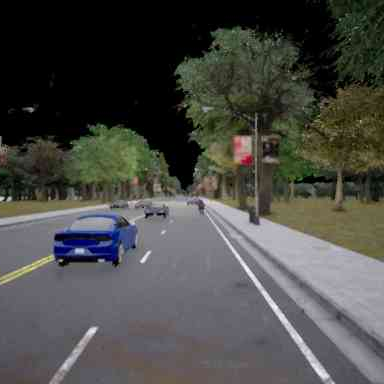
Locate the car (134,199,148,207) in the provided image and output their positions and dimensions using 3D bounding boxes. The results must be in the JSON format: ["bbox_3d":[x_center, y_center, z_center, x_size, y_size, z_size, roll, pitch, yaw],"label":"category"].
[{"bbox_3d":[-6.587,1.691,45.358,1.994,1.385,4.181,0,0,0],"label":"car"}]

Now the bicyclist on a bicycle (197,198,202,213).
[{"bbox_3d":[0.885,1.563,38.817,0.582,1.620,1.656,0,-1,0],"label":"bicyclist on a bicycle"}]

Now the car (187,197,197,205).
[{"bbox_3d":[0.014,1.712,60.758,2.033,1.411,5.357,0,0,1],"label":"car"}]

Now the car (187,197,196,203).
[{"bbox_3d":[-0.014,1.760,75.992,1.994,1.385,4.181,0,0,0],"label":"car"}]

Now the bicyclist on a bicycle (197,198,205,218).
[{"bbox_3d":[0.888,1.538,29.201,0.582,1.620,1.656,0,-1,0],"label":"bicyclist on a bicycle"}]

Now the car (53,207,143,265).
[{"bbox_3d":[-3.154,1.513,11.813,1.882,1.535,5.008,0,0,0],"label":"car"}]

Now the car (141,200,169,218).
[{"bbox_3d":[-3.157,1.690,30.709,1.895,1.301,4.718,0,0,0],"label":"car"}]

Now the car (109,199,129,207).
[{"bbox_3d":[-9.837,1.690,45.228,1.994,1.385,4.181,0,0,0],"label":"car"}]
